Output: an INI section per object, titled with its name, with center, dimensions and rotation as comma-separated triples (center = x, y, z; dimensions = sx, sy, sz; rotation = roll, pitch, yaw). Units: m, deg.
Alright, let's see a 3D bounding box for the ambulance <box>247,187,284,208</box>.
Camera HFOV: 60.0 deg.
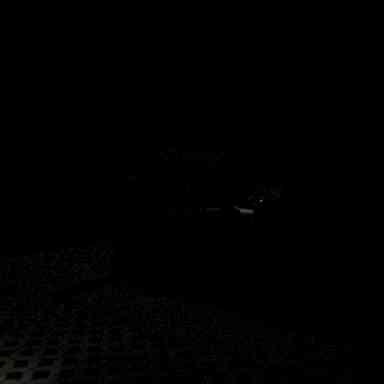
[ambulance]
center = 8.603, 0.613, 38.761
dimensions = 2.351, 2.431, 6.366
rotation = 3, 2, 35
